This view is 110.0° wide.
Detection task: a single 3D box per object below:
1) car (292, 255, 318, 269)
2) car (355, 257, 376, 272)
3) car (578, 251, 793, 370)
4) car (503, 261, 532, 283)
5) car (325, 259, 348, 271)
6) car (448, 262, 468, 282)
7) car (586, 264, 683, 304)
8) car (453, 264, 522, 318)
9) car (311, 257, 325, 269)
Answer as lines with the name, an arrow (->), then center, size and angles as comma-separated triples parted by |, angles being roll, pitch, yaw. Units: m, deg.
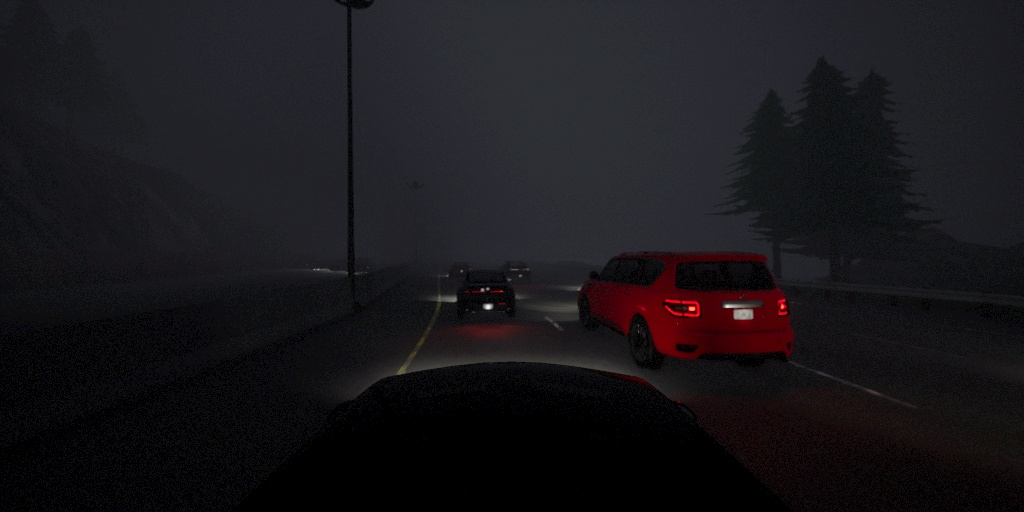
car -> -30.591, 0.842, 53.436 | 2.150, 2.045, 5.566 | 0, 0, -11
car -> -17.827, 0.966, 43.211 | 2.097, 1.767, 4.553 | 0, 0, -11
car -> 3.120, 0.924, 7.862 | 2.150, 2.045, 5.566 | 0, 0, -5
car -> 0.091, 1.110, 26.227 | 2.128, 1.511, 4.902 | 0, 0, -11
car -> -21.971, 1.122, 46.027 | 1.837, 1.490, 4.892 | 0, 1, -11
car -> -4.350, 1.181, 30.577 | 1.994, 1.385, 4.181 | 0, 0, -11
car -> 5.456, 1.190, 16.962 | 2.033, 1.411, 5.357 | 0, 0, -10
car -> -1.030, 1.201, 12.757 | 1.837, 1.490, 4.892 | 0, 0, -8
car -> -26.611, 1.176, 51.355 | 1.994, 1.385, 4.181 | 0, 0, -11
